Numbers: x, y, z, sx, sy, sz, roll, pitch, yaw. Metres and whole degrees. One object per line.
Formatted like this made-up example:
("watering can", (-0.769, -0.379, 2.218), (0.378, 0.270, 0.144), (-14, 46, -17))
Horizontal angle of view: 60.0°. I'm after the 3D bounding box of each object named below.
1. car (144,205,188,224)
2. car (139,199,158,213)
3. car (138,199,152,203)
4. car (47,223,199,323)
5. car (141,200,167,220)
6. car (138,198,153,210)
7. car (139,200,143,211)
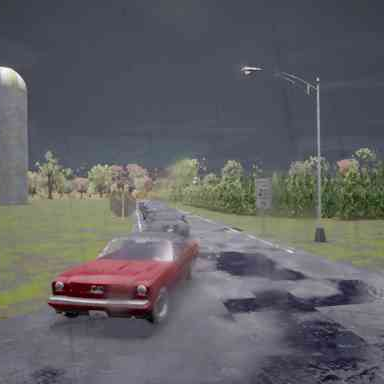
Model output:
("car", (-1.353, 1.649, 17.798), (1.994, 1.385, 4.181), (-1, 0, -10))
("car", (-5.609, 1.682, 42.084), (2.128, 1.511, 4.902), (-1, 0, -10))
("car", (-4.455, 1.709, 35.732), (2.033, 1.411, 5.357), (-1, 0, -10))
("car", (-1.117, 1.656, 7.524), (1.895, 1.301, 4.718), (-1, 0, 11))
("car", (-2.306, 1.600, 23.444), (2.128, 1.511, 4.902), (-1, 0, -10))
("car", (-6.734, 1.695, 48.169), (1.882, 1.535, 5.008), (-1, 0, -11))
("car", (-3.418, 1.700, 29.866), (1.994, 1.385, 4.181), (-1, 0, -10))
